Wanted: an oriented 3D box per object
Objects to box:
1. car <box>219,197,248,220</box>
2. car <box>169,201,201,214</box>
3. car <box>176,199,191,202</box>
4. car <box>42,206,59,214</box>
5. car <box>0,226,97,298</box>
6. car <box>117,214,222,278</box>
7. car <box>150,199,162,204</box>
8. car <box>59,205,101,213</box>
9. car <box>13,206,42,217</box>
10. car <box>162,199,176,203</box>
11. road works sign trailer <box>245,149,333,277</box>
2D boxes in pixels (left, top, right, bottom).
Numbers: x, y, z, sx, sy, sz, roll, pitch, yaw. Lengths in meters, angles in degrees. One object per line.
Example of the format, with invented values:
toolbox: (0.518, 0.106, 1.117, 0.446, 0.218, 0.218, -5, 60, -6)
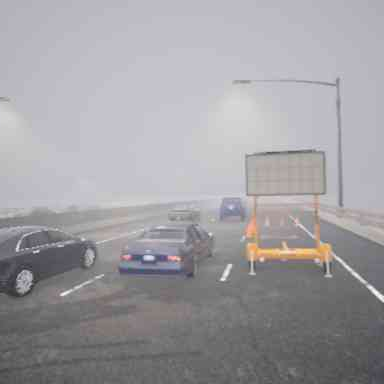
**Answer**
car: (3.831, 1.447, 30.320, 2.150, 2.045, 5.566, -1, -1, 12)
car: (-0.481, 1.775, 26.969, 2.128, 1.511, 4.902, -1, -1, 12)
car: (-1.372, 2.217, 72.263, 1.882, 1.535, 5.008, -1, -1, 12)
car: (-13.243, 2.162, 35.027, 1.812, 1.442, 4.674, -1, -1, 12)
car: (-4.405, 1.693, 9.128, 1.837, 1.490, 4.892, -1, -1, 12)
car: (-0.505, 1.667, 10.550, 2.033, 1.411, 5.357, -1, -1, 12)
car: (-7.938, 2.396, 74.985, 2.128, 1.511, 4.902, -1, -1, 12)
car: (-10.227, 2.094, 32.456, 2.033, 1.411, 5.357, -1, -1, 12)
car: (-16.755, 2.240, 35.353, 1.812, 1.442, 4.674, -1, -1, 12)
car: (-4.433, 2.283, 74.640, 2.128, 1.511, 4.902, -1, -1, 12)
road works sign trailer: (2.929, 0.510, 10.471, 2.380, 3.560, 2.880, -1, -1, 12)
